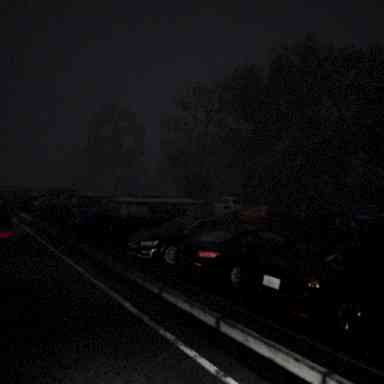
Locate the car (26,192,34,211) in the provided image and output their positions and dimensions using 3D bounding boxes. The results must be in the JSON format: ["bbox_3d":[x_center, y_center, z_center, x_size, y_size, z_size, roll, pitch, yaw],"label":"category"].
[{"bbox_3d":[-10.950,1.072,27.954,4.674,1.452,2.002,3,0,-34],"label":"car"}]

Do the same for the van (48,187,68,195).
[{"bbox_3d":[-34.866,-0.268,86.344,4.442,1.987,1.878,3,0,-34],"label":"van"}]

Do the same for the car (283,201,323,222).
[{"bbox_3d":[9.027,1.693,21.964,5.566,2.045,2.435,3,0,-34],"label":"car"}]

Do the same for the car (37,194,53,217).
[{"bbox_3d":[-7.789,1.182,23.325,4.892,1.521,2.231,3,0,-34],"label":"car"}]

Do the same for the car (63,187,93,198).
[{"bbox_3d":[-23.988,0.156,70.169,5.566,2.045,2.435,3,0,-34],"label":"car"}]

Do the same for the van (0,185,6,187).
[{"bbox_3d":[-26.844,0.061,51.025,4.442,1.987,1.878,3,0,-34],"label":"van"}]

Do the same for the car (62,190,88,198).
[{"bbox_3d":[-25.523,0.373,72.498,4.792,1.488,2.163,3,0,-34],"label":"car"}]

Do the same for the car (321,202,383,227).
[{"bbox_3d":[10.547,1.760,19.640,5.566,2.045,2.435,3,0,-34],"label":"car"}]

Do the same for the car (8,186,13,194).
[{"bbox_3d":[-18.820,0.537,39.541,4.553,1.767,2.185,3,0,-34],"label":"car"}]

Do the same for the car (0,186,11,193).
[{"bbox_3d":[-45.751,-0.654,78.838,4.553,1.767,2.185,3,0,-34],"label":"car"}]

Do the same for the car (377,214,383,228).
[{"bbox_3d":[12.147,2.109,17.382,4.792,1.488,2.163,3,0,-34],"label":"car"}]

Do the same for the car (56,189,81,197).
[{"bbox_3d":[-28.693,0.212,77.076,5.008,1.535,2.097,3,0,-34],"label":"car"}]

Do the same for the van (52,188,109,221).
[{"bbox_3d":[-6.095,1.034,21.081,4.442,1.987,1.878,3,0,-34],"label":"van"}]

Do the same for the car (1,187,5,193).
[{"bbox_3d":[-22.018,0.513,44.148,5.008,1.535,2.097,3,0,-34],"label":"car"}]

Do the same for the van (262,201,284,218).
[{"bbox_3d":[7.533,1.649,24.305,4.442,1.987,1.878,3,0,-34],"label":"van"}]

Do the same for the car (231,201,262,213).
[{"bbox_3d":[6.015,1.801,26.634,5.366,1.575,1.946,3,0,-34],"label":"car"}]

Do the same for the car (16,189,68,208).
[{"bbox_3d":[-15.709,0.683,34.879,4.553,1.767,2.185,3,0,-34],"label":"car"}]

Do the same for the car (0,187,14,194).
[{"bbox_3d":[-42.574,-0.396,74.222,4.892,1.521,2.231,3,0,-34],"label":"car"}]

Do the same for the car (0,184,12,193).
[{"bbox_3d":[-47.274,-0.838,81.186,5.566,2.045,2.435,3,0,-34],"label":"car"}]

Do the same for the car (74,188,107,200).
[{"bbox_3d":[-19.275,0.367,63.273,5.566,2.045,2.435,3,0,-34],"label":"car"}]

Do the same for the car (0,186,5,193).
[{"bbox_3d":[-25.202,0.394,48.762,4.792,1.488,2.163,3,0,-34],"label":"car"}]

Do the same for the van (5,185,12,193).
[{"bbox_3d":[-20.519,0.358,41.771,4.442,1.987,1.878,3,0,-34],"label":"van"}]

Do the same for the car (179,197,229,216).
[{"bbox_3d":[1.195,1.452,33.420,4.553,1.767,2.185,3,0,-34],"label":"car"}]

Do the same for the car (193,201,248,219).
[{"bbox_3d":[2.705,1.678,31.095,4.792,1.488,2.163,3,0,-34],"label":"car"}]

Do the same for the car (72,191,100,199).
[{"bbox_3d":[-20.906,0.584,65.687,4.674,1.452,2.002,3,0,-34],"label":"car"}]

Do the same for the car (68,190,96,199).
[{"bbox_3d":[-22.408,0.477,67.882,5.008,1.535,2.097,3,0,-34],"label":"car"}]

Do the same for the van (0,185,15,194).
[{"bbox_3d":[-40.883,-0.553,71.978,4.442,1.987,1.878,3,0,-34],"label":"van"}]

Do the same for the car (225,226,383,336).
[{"bbox_3d":[3.313,1.707,7.144,4.792,1.488,2.163,3,0,-34],"label":"car"}]

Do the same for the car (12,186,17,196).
[{"bbox_3d":[-14.120,0.632,32.567,5.566,2.045,2.435,3,0,-34],"label":"car"}]

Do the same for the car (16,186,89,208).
[{"bbox_3d":[-12.539,0.706,30.253,5.566,2.045,2.435,3,0,-34],"label":"car"}]

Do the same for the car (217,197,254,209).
[{"bbox_3d":[4.331,1.473,28.836,5.566,2.045,2.435,3,0,-34],"label":"car"}]

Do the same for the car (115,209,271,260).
[{"bbox_3d":[0.130,1.546,11.762,4.892,1.521,2.231,3,0,-34],"label":"car"}]

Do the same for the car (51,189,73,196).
[{"bbox_3d":[-31.834,0.123,81.676,4.674,1.452,2.002,3,0,-34],"label":"car"}]

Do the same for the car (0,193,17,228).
[{"bbox_3d":[-11.056,1.027,18.143,1.882,1.535,5.008,3,0,-34],"label":"car"}]

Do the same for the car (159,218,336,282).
[{"bbox_3d":[1.702,1.652,9.443,4.674,1.452,2.002,3,0,-34],"label":"car"}]

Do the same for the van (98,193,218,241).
[{"bbox_3d":[-1.353,1.256,14.141,4.442,1.987,1.878,3,0,-34],"label":"van"}]

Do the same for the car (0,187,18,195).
[{"bbox_3d":[-39.412,-0.267,69.595,5.008,1.535,2.097,3,0,-34],"label":"car"}]

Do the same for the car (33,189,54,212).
[{"bbox_3d":[-9.333,0.982,25.659,4.553,1.767,2.185,3,0,-34],"label":"car"}]

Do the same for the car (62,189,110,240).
[{"bbox_3d":[-3.051,1.151,16.371,5.566,2.045,2.435,3,0,-34],"label":"car"}]
